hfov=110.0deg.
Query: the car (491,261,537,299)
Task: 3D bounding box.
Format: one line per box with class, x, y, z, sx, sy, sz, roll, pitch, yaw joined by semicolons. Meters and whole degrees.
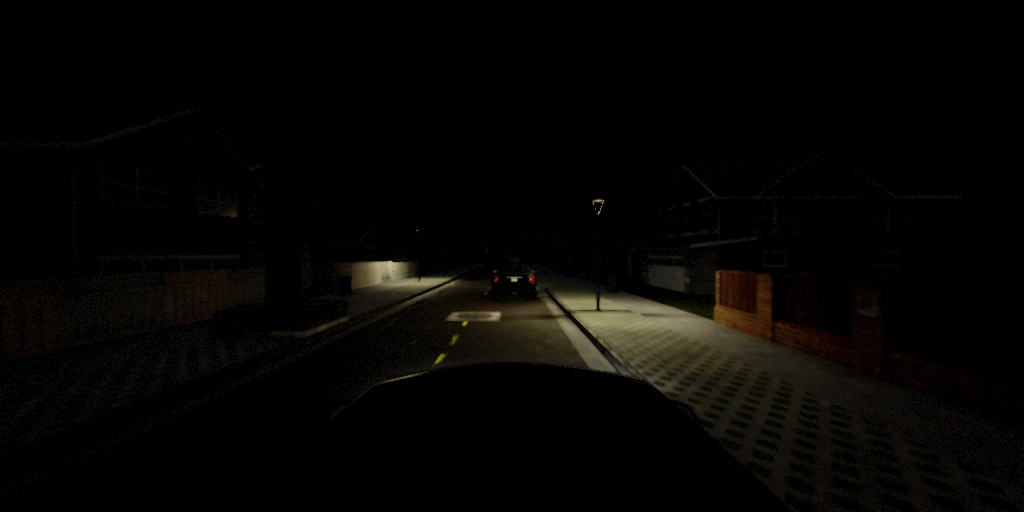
car;0.091;1.081;17.886;2.097;1.767;4.553;0;0;0
